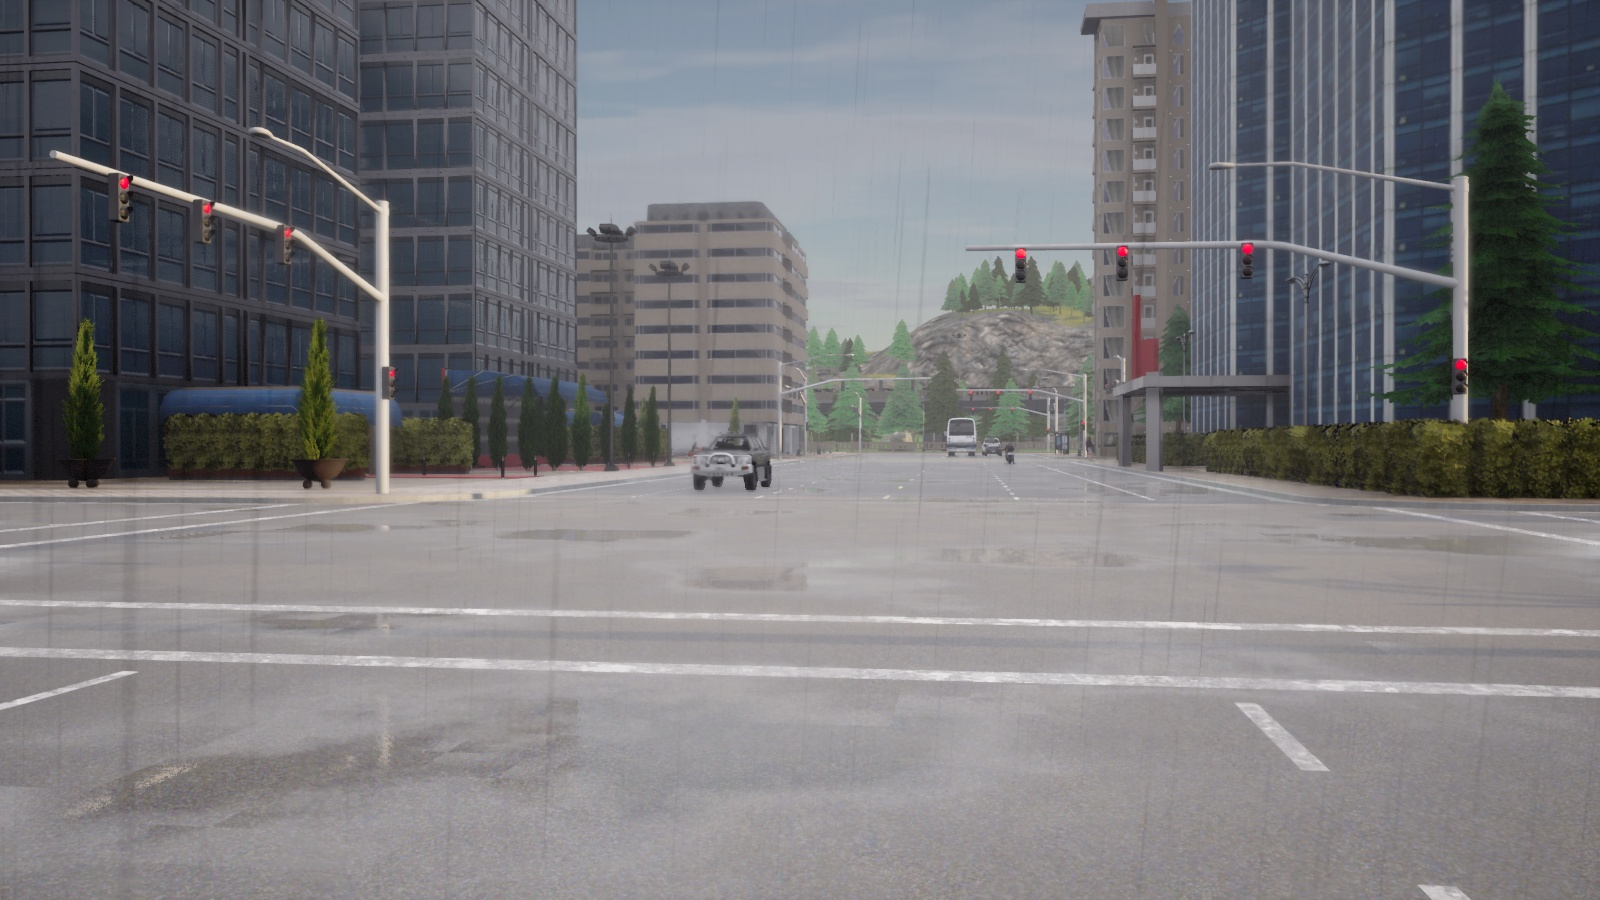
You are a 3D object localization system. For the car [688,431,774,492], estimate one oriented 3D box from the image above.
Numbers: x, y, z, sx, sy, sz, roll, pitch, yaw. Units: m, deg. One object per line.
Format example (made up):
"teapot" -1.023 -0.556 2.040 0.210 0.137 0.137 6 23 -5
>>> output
"car" -2.149 0.334 40.307 1.932 1.855 4.605 0 0 7
